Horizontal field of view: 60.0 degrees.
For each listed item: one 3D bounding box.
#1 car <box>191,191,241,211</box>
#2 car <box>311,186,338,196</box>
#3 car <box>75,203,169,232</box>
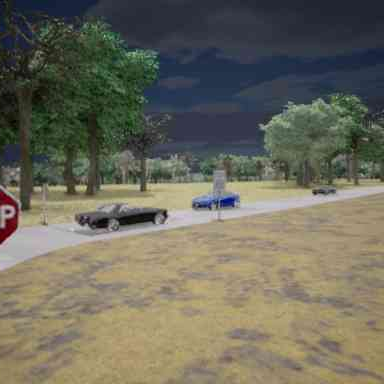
[{"bbox_3d":[2.023,0.639,27.243,1.882,1.535,5.008,1,3,42],"label":"car"},{"bbox_3d":[17.776,-0.189,44.586,1.895,1.301,4.718,1,3,43],"label":"car"},{"bbox_3d":[-3.429,1.203,17.226,1.895,1.301,4.718,1,3,43],"label":"car"}]
